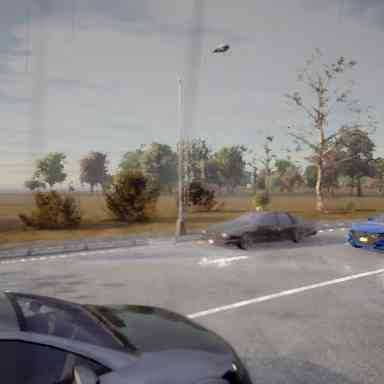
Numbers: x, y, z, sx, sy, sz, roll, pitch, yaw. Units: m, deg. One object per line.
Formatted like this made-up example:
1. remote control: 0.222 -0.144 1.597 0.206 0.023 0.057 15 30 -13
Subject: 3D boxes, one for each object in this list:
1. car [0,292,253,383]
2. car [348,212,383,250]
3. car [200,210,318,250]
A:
1. car: -1.492 1.554 2.560 4.181 1.385 1.994 0 0 -35
2. car: 8.345 1.440 13.180 5.008 1.535 1.882 0 0 -29
3. car: 3.016 1.502 14.154 5.357 1.411 2.033 0 0 -31
